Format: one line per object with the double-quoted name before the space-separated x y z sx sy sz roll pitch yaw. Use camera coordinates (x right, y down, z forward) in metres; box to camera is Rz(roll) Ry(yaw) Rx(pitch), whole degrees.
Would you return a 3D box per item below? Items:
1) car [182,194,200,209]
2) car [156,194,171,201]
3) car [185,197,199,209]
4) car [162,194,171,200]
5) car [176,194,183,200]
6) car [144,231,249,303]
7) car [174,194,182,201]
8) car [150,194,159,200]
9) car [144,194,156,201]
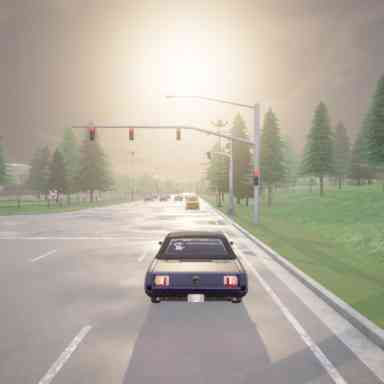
"car" -0.030 1.082 46.333 1.882 1.535 5.008 -3 17 -3
"car" -6.837 1.531 80.438 2.033 1.411 5.357 0 0 0
"car" 0.053 1.576 49.804 2.033 1.411 5.357 -1 1 1
"car" -6.816 1.372 90.858 2.033 1.411 5.357 0 0 0
"car" -3.316 1.357 90.851 1.812 1.442 4.674 0 0 0
"car" 0.096 1.601 8.136 1.895 1.301 4.718 0 0 1
"car" -3.336 1.545 80.848 1.994 1.385 4.181 0 0 0
"car" -10.316 1.332 90.865 1.837 1.490 4.892 0 0 0
"car" -10.337 1.531 80.445 2.033 1.411 5.357 0 0 0
